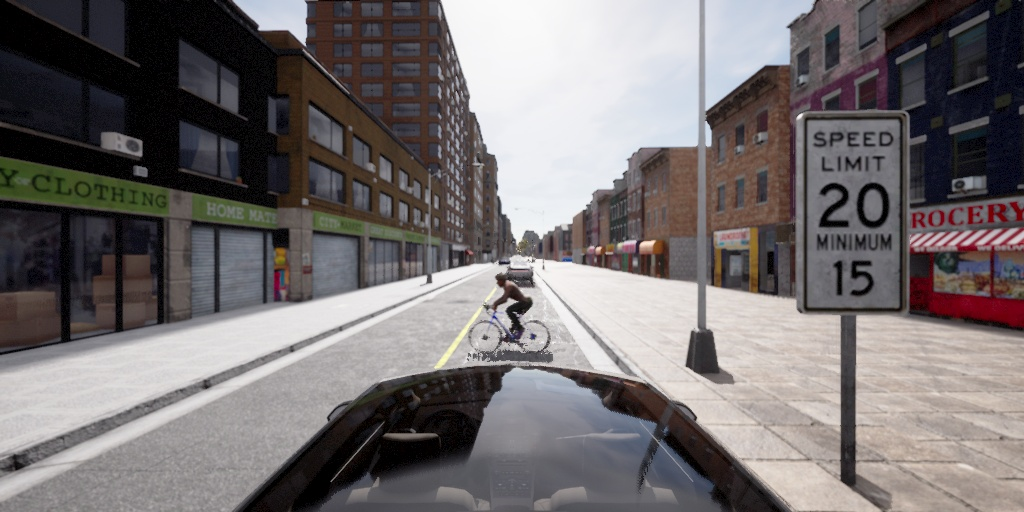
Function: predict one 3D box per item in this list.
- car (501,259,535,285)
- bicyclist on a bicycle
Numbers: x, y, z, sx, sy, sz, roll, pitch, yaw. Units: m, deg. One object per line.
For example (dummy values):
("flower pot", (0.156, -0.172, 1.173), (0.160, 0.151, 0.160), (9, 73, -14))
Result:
("car", (0.578, 1.169, 25.489), (2.128, 1.511, 4.902), (0, 0, 1))
("bicyclist on a bicycle", (-0.056, 1.170, 7.197), (1.656, 1.620, 0.582), (0, 0, 1))
